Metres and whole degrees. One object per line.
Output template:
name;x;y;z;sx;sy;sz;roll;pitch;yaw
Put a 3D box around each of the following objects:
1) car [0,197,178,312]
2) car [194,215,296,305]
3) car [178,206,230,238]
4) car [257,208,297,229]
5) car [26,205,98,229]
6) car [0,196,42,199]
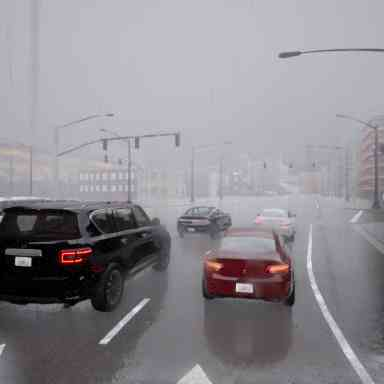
car;-2.167;1.221;8.012;2.150;2.045;5.566;0;0;12
car;1.445;1.526;8.099;1.812;1.442;4.674;0;0;13
car;0.771;1.491;17.263;2.128;1.511;4.902;0;0;19
car;4.178;1.526;16.534;1.812;1.442;4.674;0;0;20
car;-8.665;1.601;22.635;1.895;1.301;4.718;0;0;21
car;-8.086;1.221;13.743;2.150;2.045;5.566;0;0;18
